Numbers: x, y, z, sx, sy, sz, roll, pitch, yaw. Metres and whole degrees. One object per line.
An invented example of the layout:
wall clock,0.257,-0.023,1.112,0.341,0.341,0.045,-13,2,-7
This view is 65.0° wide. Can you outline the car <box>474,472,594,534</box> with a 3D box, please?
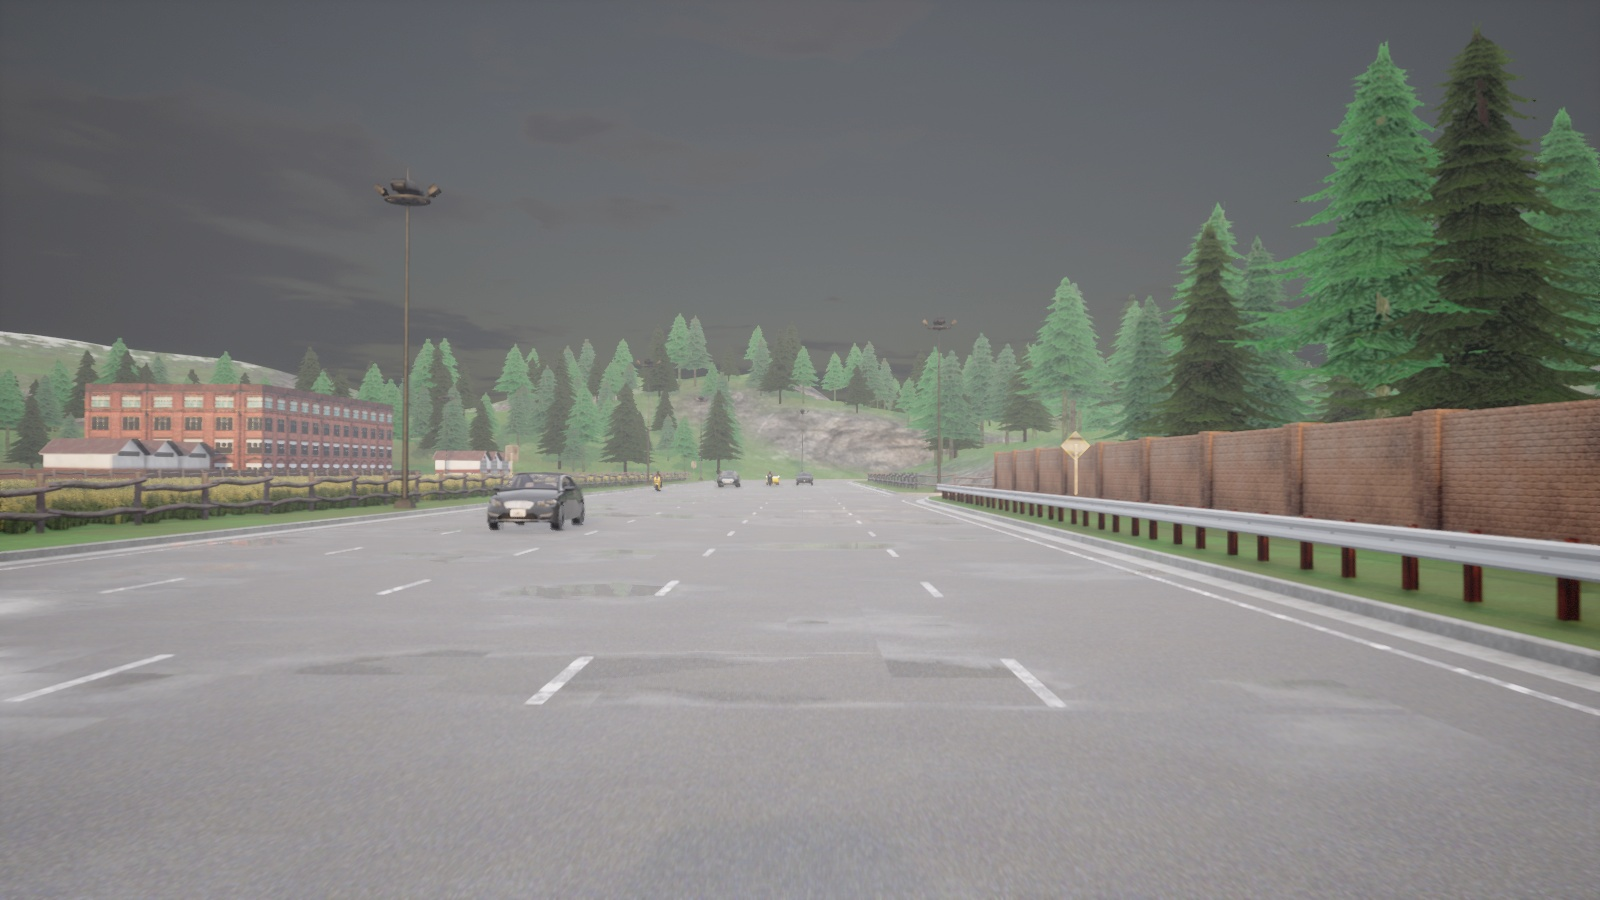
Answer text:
car,-6.943,1.355,33.302,2.128,1.511,4.902,0,-1,0
